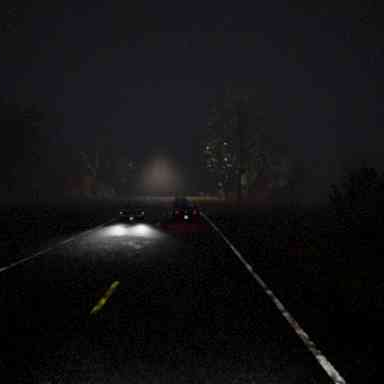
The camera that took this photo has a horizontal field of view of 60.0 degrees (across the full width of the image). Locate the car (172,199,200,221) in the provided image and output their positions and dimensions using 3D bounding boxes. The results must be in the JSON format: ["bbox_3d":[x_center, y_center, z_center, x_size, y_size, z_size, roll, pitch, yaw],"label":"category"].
[{"bbox_3d":[-0.488,1.419,24.995,1.895,1.301,4.718,0,0,-2],"label":"car"}]

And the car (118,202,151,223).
[{"bbox_3d":[-4.048,1.430,23.993,1.895,1.301,4.718,0,0,-2],"label":"car"}]

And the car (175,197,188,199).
[{"bbox_3d":[-1.386,1.253,41.078,1.994,1.385,4.181,0,1,-4],"label":"car"}]
